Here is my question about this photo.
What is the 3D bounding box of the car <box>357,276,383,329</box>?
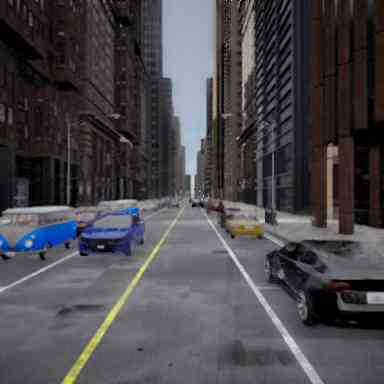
[{"bbox_3d":[2.765,1.580,1.410,1.947,1.339,4.313,0,-1,0],"label":"car"}]

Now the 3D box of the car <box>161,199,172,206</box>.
[{"bbox_3d":[-5.677,2.275,74.448,2.008,1.369,4.403,0,-1,0],"label":"car"}]

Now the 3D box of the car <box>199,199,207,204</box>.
[{"bbox_3d":[2.861,2.421,85.687,1.802,1.307,4.206,0,-1,0],"label":"car"}]

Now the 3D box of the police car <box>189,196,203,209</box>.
[{"bbox_3d":[0.965,1.964,56.075,1.930,1.638,5.238,0,-1,0],"label":"police car"}]

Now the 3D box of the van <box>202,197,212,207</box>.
[{"bbox_3d":[2.835,1.952,63.215,1.690,1.788,3.998,0,-1,0],"label":"van"}]

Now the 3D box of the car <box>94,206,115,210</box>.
[{"bbox_3d":[-5.741,1.716,18.267,1.887,1.381,4.507,0,-1,0],"label":"car"}]

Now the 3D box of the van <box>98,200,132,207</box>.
[{"bbox_3d":[-5.734,1.565,23.887,1.690,1.788,3.998,0,-1,0],"label":"van"}]

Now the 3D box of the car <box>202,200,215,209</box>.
[{"bbox_3d":[2.829,2.105,57.595,2.008,1.369,4.403,0,-1,0],"label":"car"}]

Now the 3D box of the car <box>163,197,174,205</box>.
[{"bbox_3d":[-5.670,2.096,80.069,2.192,1.841,5.009,0,-1,0],"label":"car"}]

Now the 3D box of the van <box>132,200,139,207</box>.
[{"bbox_3d":[-5.728,1.619,29.506,1.690,1.788,3.998,0,-1,0],"label":"van"}]

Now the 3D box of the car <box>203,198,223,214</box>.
[{"bbox_3d":[2.810,1.702,40.742,2.192,1.841,5.009,0,-1,0],"label":"car"}]

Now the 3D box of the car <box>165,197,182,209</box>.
[{"bbox_3d":[-3.006,2.031,54.819,1.837,1.490,4.892,0,-1,0],"label":"car"}]

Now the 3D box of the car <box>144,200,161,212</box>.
[{"bbox_3d":[-5.709,1.965,46.188,1.752,1.417,4.829,0,-1,0],"label":"car"}]

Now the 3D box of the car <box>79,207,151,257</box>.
[{"bbox_3d":[-3.085,1.606,13.748,1.882,1.535,5.008,0,-1,0],"label":"car"}]

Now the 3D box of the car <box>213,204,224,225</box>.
[{"bbox_3d":[2.791,1.791,23.884,1.947,1.339,4.313,0,-1,0],"label":"car"}]

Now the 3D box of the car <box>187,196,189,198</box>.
[{"bbox_3d":[0.104,2.401,90.329,1.812,1.442,4.674,0,-1,0],"label":"car"}]

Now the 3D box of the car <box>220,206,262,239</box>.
[{"bbox_3d":[2.785,1.699,18.436,1.752,1.417,4.829,0,-1,0],"label":"car"}]

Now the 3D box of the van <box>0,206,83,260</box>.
[{"bbox_3d":[-5.747,1.460,12.651,1.690,1.788,3.998,0,-1,0],"label":"van"}]

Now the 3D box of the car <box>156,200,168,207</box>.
[{"bbox_3d":[-5.690,2.155,63.212,1.887,1.381,4.507,0,-1,0],"label":"car"}]

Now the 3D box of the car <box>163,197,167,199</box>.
[{"bbox_3d":[-5.696,2.098,57.594,1.887,1.381,4.507,0,-1,0],"label":"car"}]

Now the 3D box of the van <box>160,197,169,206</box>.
[{"bbox_3d":[-5.683,2.008,68.832,1.690,1.788,3.998,0,-1,0],"label":"van"}]

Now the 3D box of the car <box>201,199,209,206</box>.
[{"bbox_3d":[2.848,2.252,74.621,1.752,1.417,4.829,0,-1,0],"label":"car"}]

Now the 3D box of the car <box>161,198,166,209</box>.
[{"bbox_3d":[-5.703,2.048,51.982,2.008,1.369,4.403,0,-1,0],"label":"car"}]

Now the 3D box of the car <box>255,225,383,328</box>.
[{"bbox_3d":[2.771,1.633,7.028,1.947,1.339,4.313,0,-1,0],"label":"car"}]
